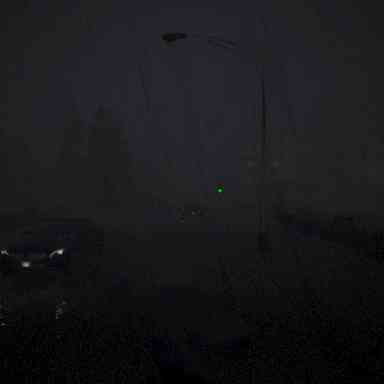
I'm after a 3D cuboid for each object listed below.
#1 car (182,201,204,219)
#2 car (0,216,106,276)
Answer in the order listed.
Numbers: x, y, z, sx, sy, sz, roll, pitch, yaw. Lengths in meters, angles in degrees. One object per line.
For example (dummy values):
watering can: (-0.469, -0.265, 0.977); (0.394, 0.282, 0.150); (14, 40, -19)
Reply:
car: (0.086, 1.488, 28.522); (1.812, 1.442, 4.674); (0, 0, 0)
car: (-4.049, 1.511, 10.469); (1.812, 1.442, 4.674); (0, 0, 1)
